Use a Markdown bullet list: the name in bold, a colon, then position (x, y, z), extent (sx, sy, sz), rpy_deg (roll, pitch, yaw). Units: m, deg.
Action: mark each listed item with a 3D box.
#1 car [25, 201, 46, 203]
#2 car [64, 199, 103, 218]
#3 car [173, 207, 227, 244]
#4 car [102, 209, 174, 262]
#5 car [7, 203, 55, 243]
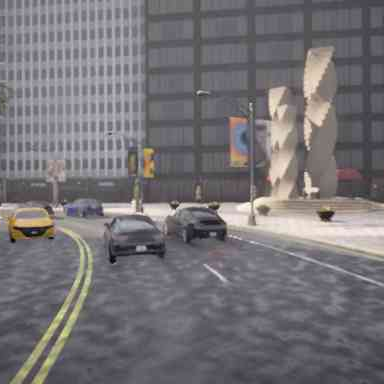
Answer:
- **car**: position (-14.510, 1.608, 30.423), extent (4.892, 1.490, 1.837), rpy_deg (0, -1, 41)
- **car**: position (-10.227, 1.417, 31.175), extent (2.097, 1.767, 4.553), rpy_deg (-1, 0, -45)
- **car**: position (0.024, 1.494, 16.055), extent (1.837, 1.490, 4.892), rpy_deg (0, 0, -21)
- **car**: position (-2.194, 1.535, 12.191), extent (1.812, 1.442, 4.674), rpy_deg (0, 0, -17)
- **car**: position (-8.192, 1.536, 16.893), extent (1.882, 1.535, 5.008), rpy_deg (0, 0, -29)
